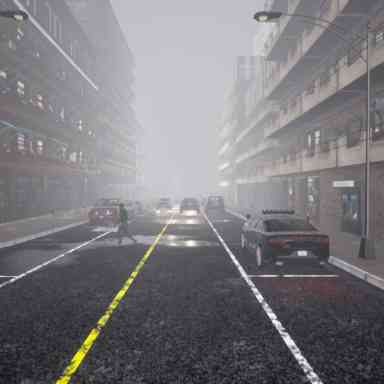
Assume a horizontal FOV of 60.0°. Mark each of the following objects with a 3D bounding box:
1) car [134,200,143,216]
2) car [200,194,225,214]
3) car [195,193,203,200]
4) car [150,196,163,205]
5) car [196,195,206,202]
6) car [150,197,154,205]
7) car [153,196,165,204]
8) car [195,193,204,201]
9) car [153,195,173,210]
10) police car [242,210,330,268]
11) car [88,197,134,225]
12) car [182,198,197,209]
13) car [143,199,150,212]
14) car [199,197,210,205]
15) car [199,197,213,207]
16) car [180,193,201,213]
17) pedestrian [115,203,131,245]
[{"bbox_3d":[-5.955,1.434,29.794,1.967,1.590,4.097,-1,0,0],"label":"car"},{"bbox_3d":[2.374,1.309,35.498,2.192,1.841,5.009,-1,0,0],"label":"car"},{"bbox_3d":[1.890,1.316,92.134,2.192,1.841,5.009,-1,0,0],"label":"car"},{"bbox_3d":[-6.195,1.520,57.944,1.752,1.417,4.829,-1,0,0],"label":"car"},{"bbox_3d":[2.037,1.436,75.143,1.967,1.590,4.097,-1,0,0],"label":"car"},{"bbox_3d":[-6.147,1.519,52.280,1.752,1.417,4.829,-1,0,0],"label":"car"},{"bbox_3d":[-6.244,1.520,63.607,1.752,1.417,4.829,-1,0,0],"label":"car"},{"bbox_3d":[1.938,1.314,86.471,2.192,1.841,5.009,-1,0,0],"label":"car"},{"bbox_3d":[-3.459,1.498,42.397,1.837,1.490,4.892,0,0,0],"label":"car"},{"bbox_3d":[2.905,1.423,11.402,1.930,1.638,5.238,0,0,0],"label":"police car"},{"bbox_3d":[-5.908,1.310,24.131,2.192,1.841,5.009,-1,0,0],"label":"car"},{"bbox_3d":[-0.328,1.595,46.930,1.895,1.301,4.718,0,0,0],"label":"car"},{"bbox_3d":[-6.002,1.560,35.458,1.947,1.339,4.313,-1,0,0],"label":"car"},{"bbox_3d":[2.185,1.576,58.153,1.802,1.307,4.206,-1,0,0],"label":"car"},{"bbox_3d":[2.233,1.560,52.489,1.947,1.339,4.313,-1,0,0],"label":"car"},{"bbox_3d":[-0.234,1.346,37.108,2.097,1.767,4.553,0,0,0],"label":"car"},{"bbox_3d":[-2.866,1.292,13.846,0.375,1.860,0.375,-1,1,-5],"label":"pedestrian"}]
